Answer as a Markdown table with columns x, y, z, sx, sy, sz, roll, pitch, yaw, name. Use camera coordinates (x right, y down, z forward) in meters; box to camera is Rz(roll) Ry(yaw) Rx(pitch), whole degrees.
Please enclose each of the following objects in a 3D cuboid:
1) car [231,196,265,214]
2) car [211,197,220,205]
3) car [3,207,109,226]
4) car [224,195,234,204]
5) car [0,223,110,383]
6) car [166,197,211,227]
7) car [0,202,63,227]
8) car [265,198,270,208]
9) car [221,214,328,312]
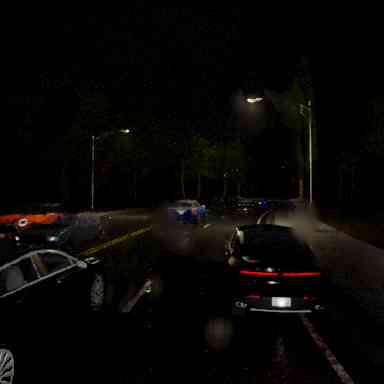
| x | y | z | sx | sy | sz | roll | pitch | yaw | name |
| --- | --- | --- | --- | --- | --- | --- | --- | --- | --- |
| 5.639 | 1.380 | 32.849 | 2.128 | 1.511 | 4.902 | -1 | 0 | 18 | car |
| 3.369 | 1.502 | 57.713 | 1.895 | 1.301 | 4.718 | -1 | 0 | 19 | car |
| -5.268 | 1.551 | 14.345 | 2.033 | 1.411 | 5.357 | 0 | 0 | 8 | car |
| 6.799 | 1.374 | 57.723 | 1.837 | 1.490 | 4.892 | -1 | 0 | 19 | car |
| -2.758 | 1.494 | 4.767 | 2.128 | 1.511 | 4.902 | 0 | 0 | 4 | car |
| -0.249 | 1.314 | 22.640 | 2.097 | 1.767 | 4.553 | 0 | 0 | 11 | car |
| -8.091 | 1.365 | 16.976 | 2.097 | 1.767 | 4.553 | 0 | 0 | 9 | car |
| 9.112 | 1.409 | 43.756 | 1.994 | 1.385 | 4.181 | -1 | 0 | 18 | car |
| 1.655 | 1.498 | 7.713 | 1.837 | 1.490 | 4.892 | 0 | 0 | 5 | car |
